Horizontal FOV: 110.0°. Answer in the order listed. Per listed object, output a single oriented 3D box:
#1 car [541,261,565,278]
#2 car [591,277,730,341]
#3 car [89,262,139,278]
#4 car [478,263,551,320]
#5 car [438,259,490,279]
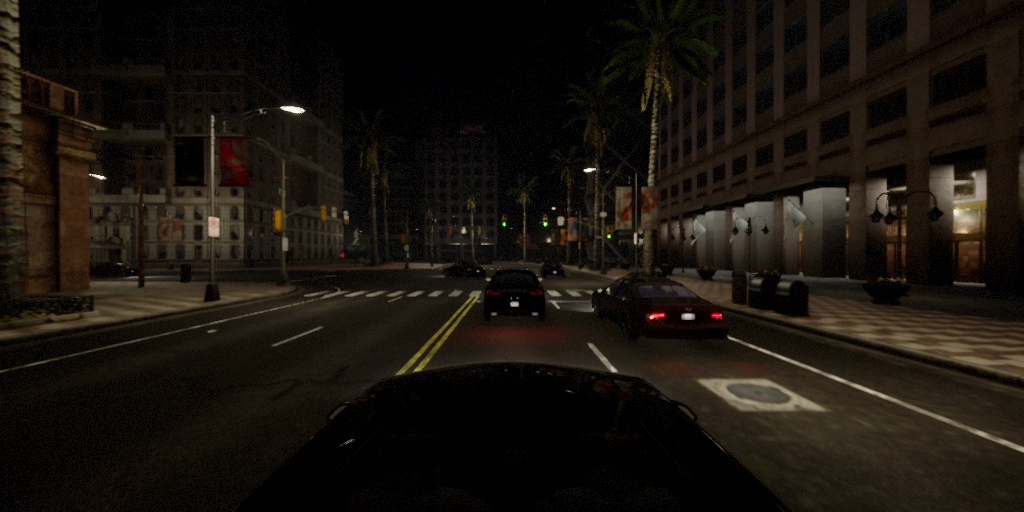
[{"bbox_3d":[3.587,1.166,32.323,1.812,1.442,4.674,0,0,0],"label":"car"},{"bbox_3d":[3.576,1.269,9.769,2.033,1.411,5.357,0,0,0],"label":"car"},{"bbox_3d":[-36.077,1.203,32.200,4.181,1.385,1.994,0,0,0],"label":"car"},{"bbox_3d":[0.081,1.189,12.516,1.882,1.535,5.008,0,0,0],"label":"car"},{"bbox_3d":[-4.156,1.209,30.733,1.994,1.385,4.181,0,0,-43],"label":"car"}]
